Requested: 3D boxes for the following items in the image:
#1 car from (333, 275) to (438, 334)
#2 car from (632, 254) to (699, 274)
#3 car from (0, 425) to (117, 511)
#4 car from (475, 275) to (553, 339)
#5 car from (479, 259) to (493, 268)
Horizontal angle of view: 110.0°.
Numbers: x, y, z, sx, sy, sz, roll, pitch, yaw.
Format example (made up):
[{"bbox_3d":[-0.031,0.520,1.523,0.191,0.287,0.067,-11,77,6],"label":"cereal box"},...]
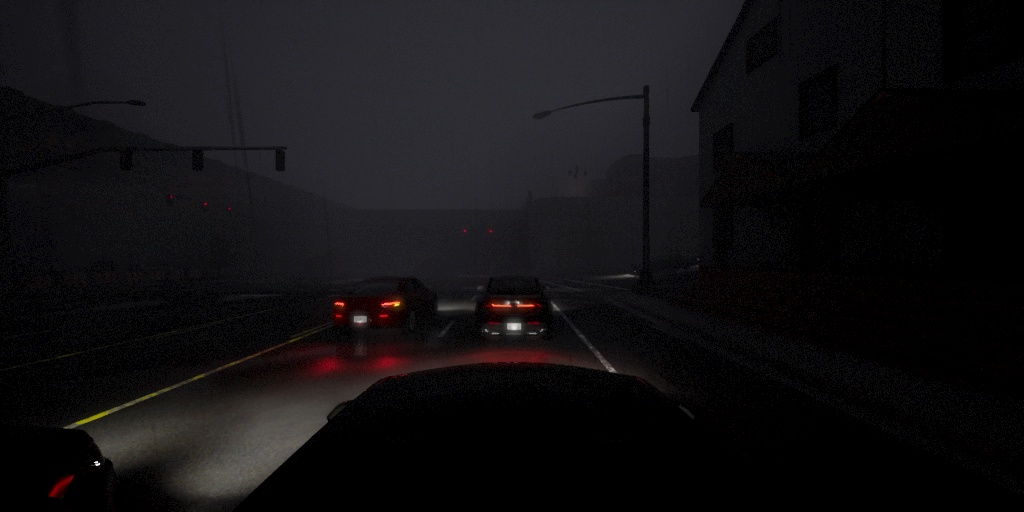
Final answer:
[{"bbox_3d":[-3.454,1.276,10.470,1.812,1.442,4.674,0,0,0],"label":"car"},{"bbox_3d":[13.025,0.603,30.447,5.357,1.411,2.033,-7,0,-1],"label":"car"},{"bbox_3d":[-3.401,1.255,0.187,1.837,1.490,4.892,0,0,0],"label":"car"},{"bbox_3d":[0.042,1.255,10.055,1.837,1.490,4.892,0,0,0],"label":"car"},{"bbox_3d":[-4.713,1.297,61.201,2.033,1.411,5.357,0,0,-2],"label":"car"}]
